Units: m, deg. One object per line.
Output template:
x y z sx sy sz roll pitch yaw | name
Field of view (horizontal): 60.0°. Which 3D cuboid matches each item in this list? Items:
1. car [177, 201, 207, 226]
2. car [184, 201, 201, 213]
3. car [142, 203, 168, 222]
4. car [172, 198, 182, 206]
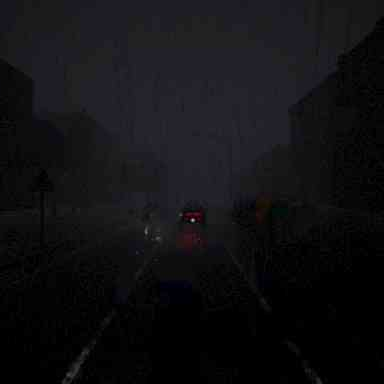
0.060 1.662 24.915 1.837 1.490 4.892 0 0 0 | car
0.033 1.852 42.160 2.033 1.411 5.357 0 -1 0 | car
-3.143 1.675 28.686 2.128 1.511 4.902 0 0 0 | car
-3.112 2.081 70.032 1.837 1.490 4.892 0 0 0 | car
